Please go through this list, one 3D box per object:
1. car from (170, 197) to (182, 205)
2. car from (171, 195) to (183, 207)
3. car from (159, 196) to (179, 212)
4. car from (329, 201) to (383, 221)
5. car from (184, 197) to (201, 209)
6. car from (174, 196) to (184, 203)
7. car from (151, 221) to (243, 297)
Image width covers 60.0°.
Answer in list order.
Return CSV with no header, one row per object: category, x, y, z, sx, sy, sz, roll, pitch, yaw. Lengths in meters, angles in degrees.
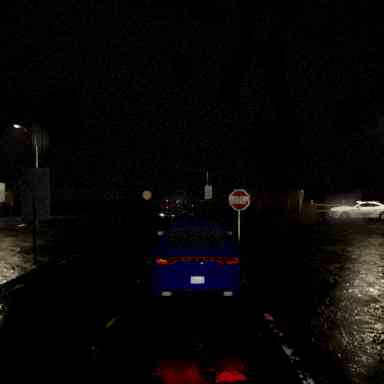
car,-2.842,1.547,59.979,1.895,1.301,4.718,0,0,0
car,-2.850,1.312,49.758,2.097,1.767,4.553,0,0,0
car,-2.808,1.539,39.111,1.994,1.385,4.181,0,0,-2
car,13.264,1.442,26.113,4.674,1.442,1.812,0,1,3
car,0.068,1.473,44.138,1.837,1.490,4.892,0,0,0
car,-2.776,1.526,70.303,1.895,1.301,4.718,0,0,0
car,0.086,1.475,8.627,1.882,1.535,5.008,0,0,0
